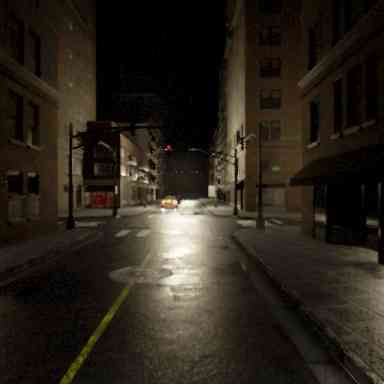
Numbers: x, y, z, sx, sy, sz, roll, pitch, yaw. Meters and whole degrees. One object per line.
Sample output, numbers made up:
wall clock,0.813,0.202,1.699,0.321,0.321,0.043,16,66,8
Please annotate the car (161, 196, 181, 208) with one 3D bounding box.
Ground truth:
car,-3.073,1.327,46.377,2.097,1.767,4.553,0,0,0

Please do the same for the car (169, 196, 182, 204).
car,-3.015,1.505,62.149,2.033,1.411,5.357,0,0,1
